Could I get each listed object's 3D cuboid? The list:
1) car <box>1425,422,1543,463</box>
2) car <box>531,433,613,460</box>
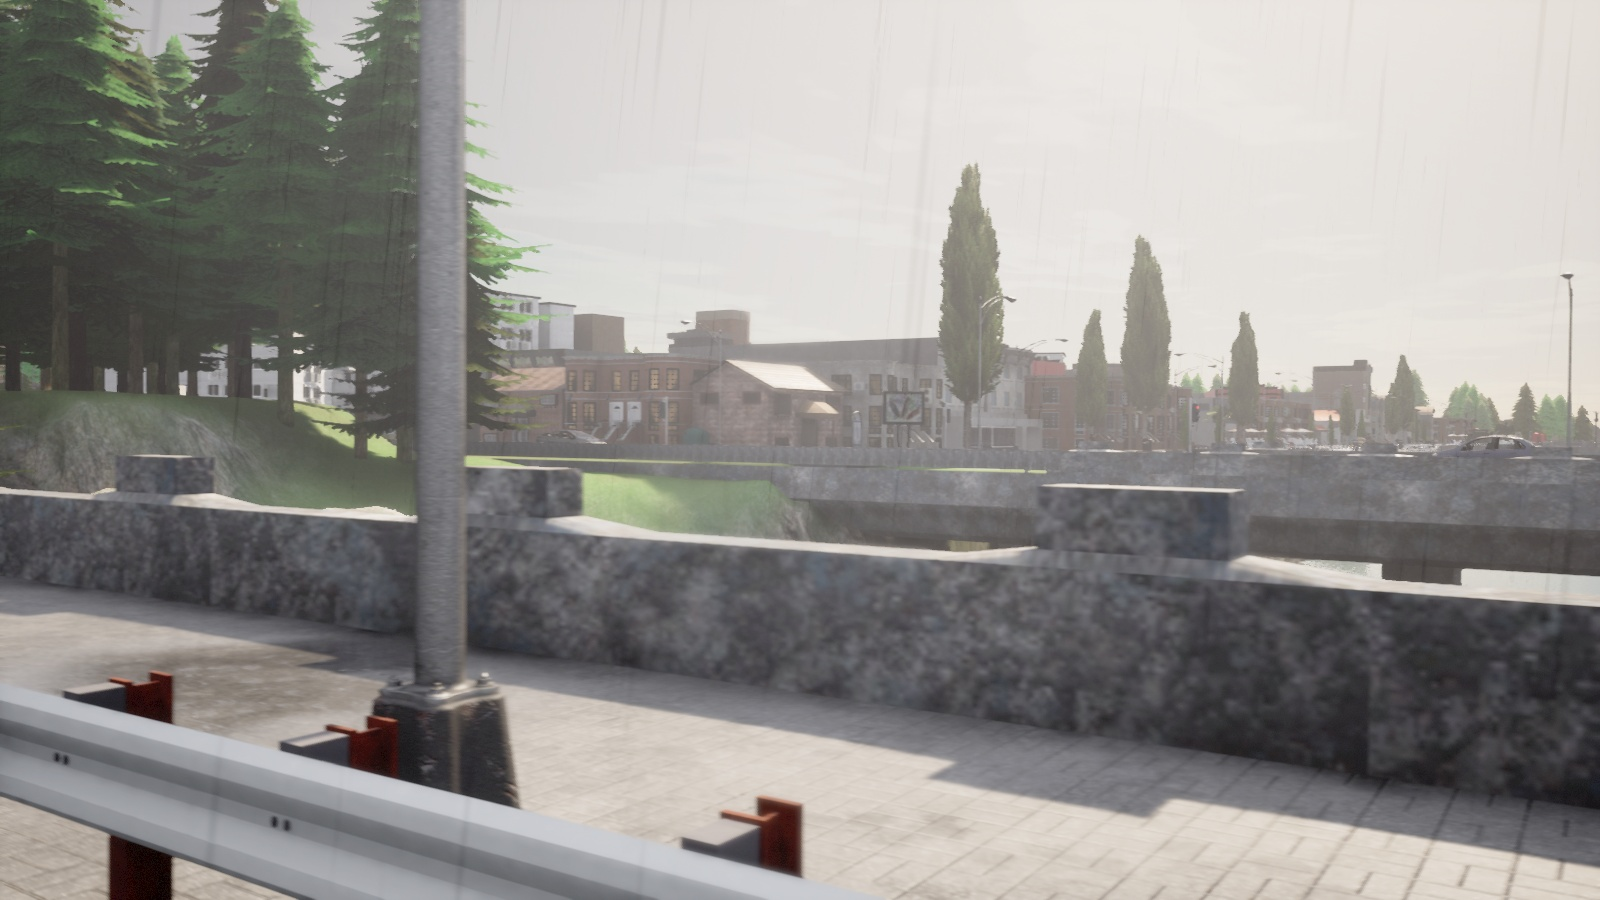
[{"bbox_3d":[27.378,-0.305,50.268,3.988,1.617,1.851,0,1,34],"label":"car"},{"bbox_3d":[-13.148,-0.191,72.451,4.514,1.525,2.007,0,1,34],"label":"car"}]
